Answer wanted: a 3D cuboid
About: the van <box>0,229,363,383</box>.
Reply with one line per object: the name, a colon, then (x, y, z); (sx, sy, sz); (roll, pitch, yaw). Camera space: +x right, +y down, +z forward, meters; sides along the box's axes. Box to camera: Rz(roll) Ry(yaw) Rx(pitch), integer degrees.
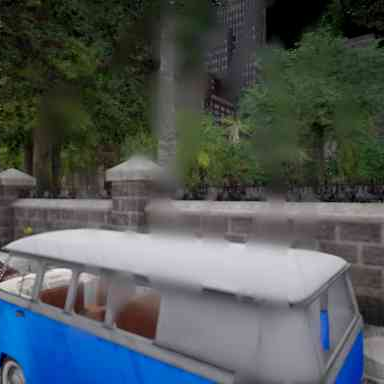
van: (-0.467, 1.352, 3.300); (3.998, 1.788, 1.690); (0, 0, 36)
